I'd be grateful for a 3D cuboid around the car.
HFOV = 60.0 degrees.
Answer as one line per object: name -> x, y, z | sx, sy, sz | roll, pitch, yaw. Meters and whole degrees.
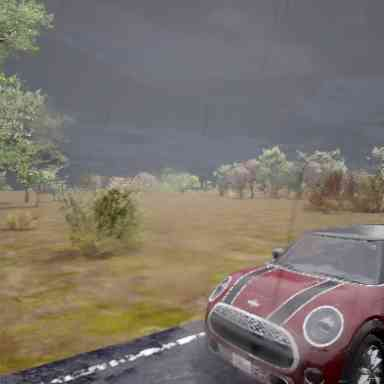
car -> 2.389, 1.345, 5.083 | 4.553, 1.767, 2.097 | 0, 0, -35
